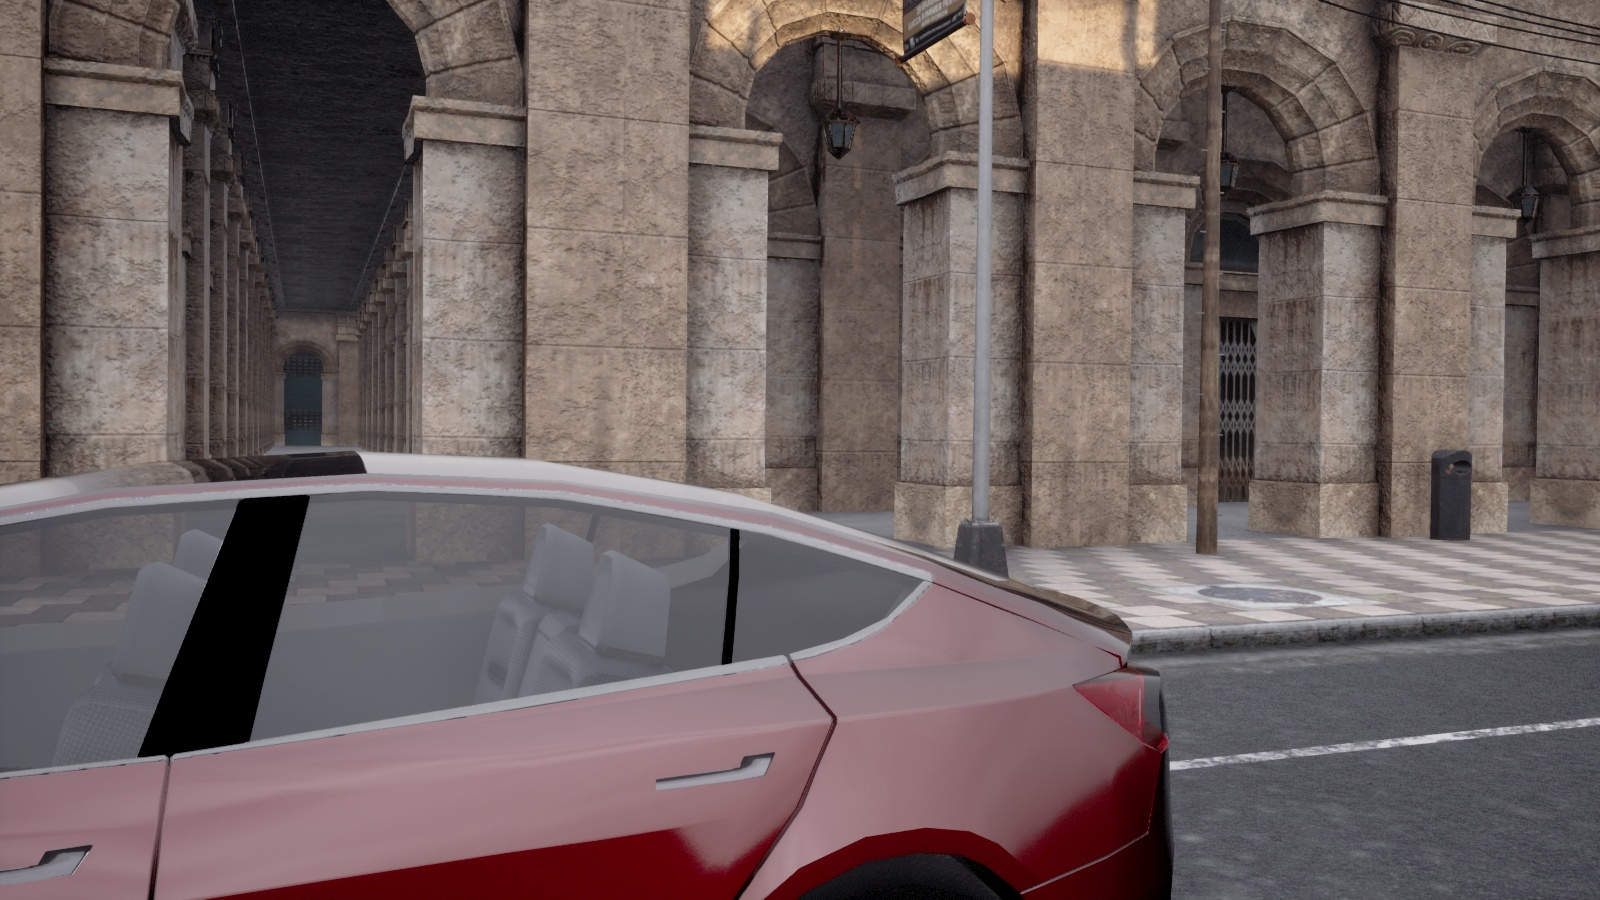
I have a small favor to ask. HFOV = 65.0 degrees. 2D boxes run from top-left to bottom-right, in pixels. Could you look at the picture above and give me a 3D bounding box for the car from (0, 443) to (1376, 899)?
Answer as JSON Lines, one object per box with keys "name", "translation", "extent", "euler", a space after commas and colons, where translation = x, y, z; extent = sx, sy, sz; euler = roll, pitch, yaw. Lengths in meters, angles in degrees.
{"name": "car", "translation": [-1.450, 0.769, 2.707], "extent": [4.792, 1.488, 2.163], "euler": [-1, 1, -21]}
